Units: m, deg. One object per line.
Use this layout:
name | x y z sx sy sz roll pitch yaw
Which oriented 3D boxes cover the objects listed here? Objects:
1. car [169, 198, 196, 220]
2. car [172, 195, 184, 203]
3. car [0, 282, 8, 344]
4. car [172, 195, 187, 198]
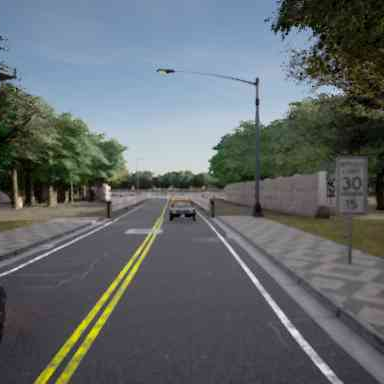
car | -0.730 1.373 25.367 1.895 1.301 4.718 0 1 -2
car | -2.388 1.117 56.195 1.895 1.301 4.718 0 0 -3
car | -3.361 1.490 2.492 1.837 1.490 4.892 0 0 0
car | -1.343 1.141 37.716 1.882 1.535 5.008 0 1 -3
